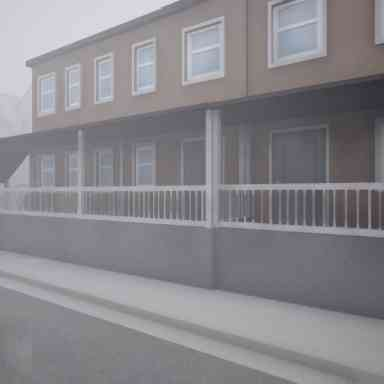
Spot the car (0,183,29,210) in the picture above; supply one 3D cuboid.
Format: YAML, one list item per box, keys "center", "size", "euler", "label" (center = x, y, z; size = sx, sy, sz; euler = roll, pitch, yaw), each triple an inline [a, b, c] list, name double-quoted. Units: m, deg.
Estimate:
- center: [-15.187, 0.727, 27.240]
  size: [2.150, 2.045, 5.566]
  euler: [0, 14, 34]
  label: "car"
